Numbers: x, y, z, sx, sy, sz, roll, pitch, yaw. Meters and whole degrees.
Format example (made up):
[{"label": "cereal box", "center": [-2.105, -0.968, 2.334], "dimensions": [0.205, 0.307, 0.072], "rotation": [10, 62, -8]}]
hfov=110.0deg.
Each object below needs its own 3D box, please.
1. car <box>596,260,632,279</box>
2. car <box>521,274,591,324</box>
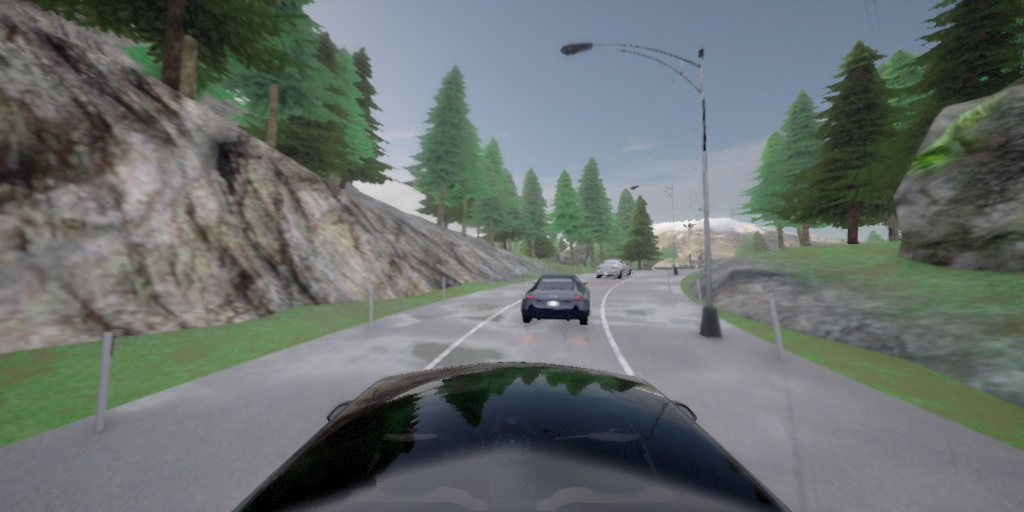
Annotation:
[{"label": "car", "center": [7.985, 0.995, 28.072], "dimensions": [1.812, 1.442, 4.674], "rotation": [-2, 0, 30]}, {"label": "car", "center": [1.570, 1.275, 11.889], "dimensions": [1.994, 1.385, 4.181], "rotation": [-1, 0, 12]}]
